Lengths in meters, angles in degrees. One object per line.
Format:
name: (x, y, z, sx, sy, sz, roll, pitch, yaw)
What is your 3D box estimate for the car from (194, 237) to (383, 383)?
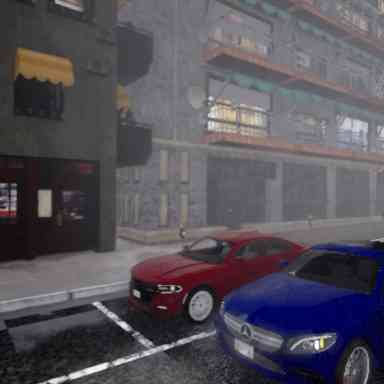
car: (2.486, 1.530, 5.142, 4.674, 1.442, 1.812, 0, 0, -35)

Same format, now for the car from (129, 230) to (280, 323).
car: (0.864, 1.549, 7.168, 4.507, 1.381, 1.887, 0, 1, -36)
